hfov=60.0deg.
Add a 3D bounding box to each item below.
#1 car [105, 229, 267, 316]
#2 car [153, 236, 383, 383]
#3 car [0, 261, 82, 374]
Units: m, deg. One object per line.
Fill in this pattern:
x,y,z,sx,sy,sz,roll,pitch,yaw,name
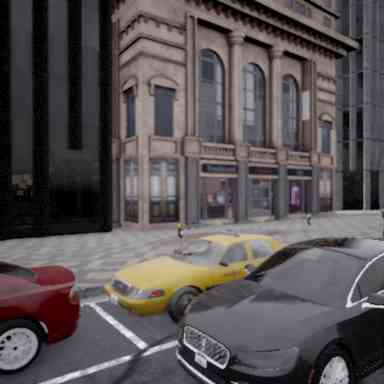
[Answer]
0.632,1.510,7.100,4.829,1.417,1.752,0,0,-36,car
2.067,1.491,4.841,4.892,1.490,1.837,0,0,-36,car
-3.697,1.548,4.012,4.507,1.381,1.887,0,0,-36,car
